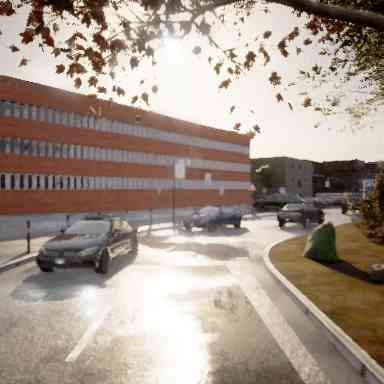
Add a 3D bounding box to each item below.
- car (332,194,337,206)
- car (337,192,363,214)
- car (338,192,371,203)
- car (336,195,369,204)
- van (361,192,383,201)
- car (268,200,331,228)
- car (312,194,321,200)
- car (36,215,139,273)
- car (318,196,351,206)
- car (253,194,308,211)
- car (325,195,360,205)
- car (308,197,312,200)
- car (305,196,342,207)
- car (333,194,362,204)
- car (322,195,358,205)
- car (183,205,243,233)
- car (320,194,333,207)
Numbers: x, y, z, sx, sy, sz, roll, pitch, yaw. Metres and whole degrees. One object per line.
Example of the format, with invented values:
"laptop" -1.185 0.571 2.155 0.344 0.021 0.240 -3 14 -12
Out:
"car" 18.451 1.454 48.827 4.674 1.452 2.002 0 0 38
"car" 17.484 1.232 35.165 2.150 2.045 5.566 0 1 39
"car" 32.522 1.092 66.519 5.566 2.045 2.435 0 0 38
"car" 30.888 1.350 64.209 5.366 1.575 1.946 0 0 38
"van" 43.215 1.032 79.854 4.442 1.987 1.878 0 1 38
"car" 7.373 1.513 22.383 2.128 1.511 4.902 0 0 38
"car" 13.176 1.438 42.192 5.008 1.535 2.097 0 0 38
"car" -3.087 1.523 10.848 1.812 1.442 4.674 0 0 8
"car" 23.716 1.427 55.472 4.674 1.452 2.002 0 0 38
"car" 9.646 1.197 37.777 5.566 2.045 2.435 0 0 38
"car" 27.085 1.366 60.012 5.366 1.575 1.946 0 0 38
"car" 11.421 1.483 39.975 4.674 1.452 2.002 0 0 38
"car" 20.183 1.435 51.061 4.792 1.488 2.163 0 0 38
"car" 29.012 1.235 62.090 4.553 1.767 2.185 0 0 38
"car" 25.620 1.377 57.568 5.366 1.575 1.946 0 0 38
"car" 1.394 1.524 20.105 1.812 1.442 4.674 0 0 37
"car" 16.691 1.463 46.617 4.674 1.452 2.002 0 0 38
